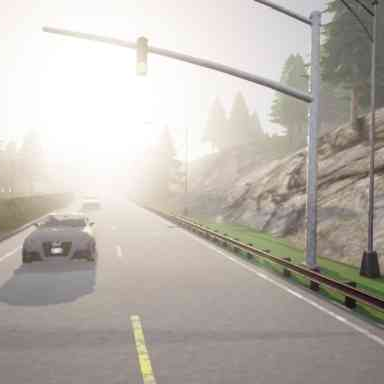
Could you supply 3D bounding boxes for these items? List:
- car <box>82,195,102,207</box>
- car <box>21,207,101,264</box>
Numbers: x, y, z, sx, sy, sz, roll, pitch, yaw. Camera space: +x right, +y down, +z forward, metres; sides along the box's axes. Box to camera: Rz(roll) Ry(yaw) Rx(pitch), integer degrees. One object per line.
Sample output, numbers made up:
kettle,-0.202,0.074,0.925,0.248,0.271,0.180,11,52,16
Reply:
car,-10.759,1.071,35.802,2.033,1.411,5.357,1,0,-15
car,-4.202,1.390,11.058,1.994,1.385,4.181,1,0,-15
